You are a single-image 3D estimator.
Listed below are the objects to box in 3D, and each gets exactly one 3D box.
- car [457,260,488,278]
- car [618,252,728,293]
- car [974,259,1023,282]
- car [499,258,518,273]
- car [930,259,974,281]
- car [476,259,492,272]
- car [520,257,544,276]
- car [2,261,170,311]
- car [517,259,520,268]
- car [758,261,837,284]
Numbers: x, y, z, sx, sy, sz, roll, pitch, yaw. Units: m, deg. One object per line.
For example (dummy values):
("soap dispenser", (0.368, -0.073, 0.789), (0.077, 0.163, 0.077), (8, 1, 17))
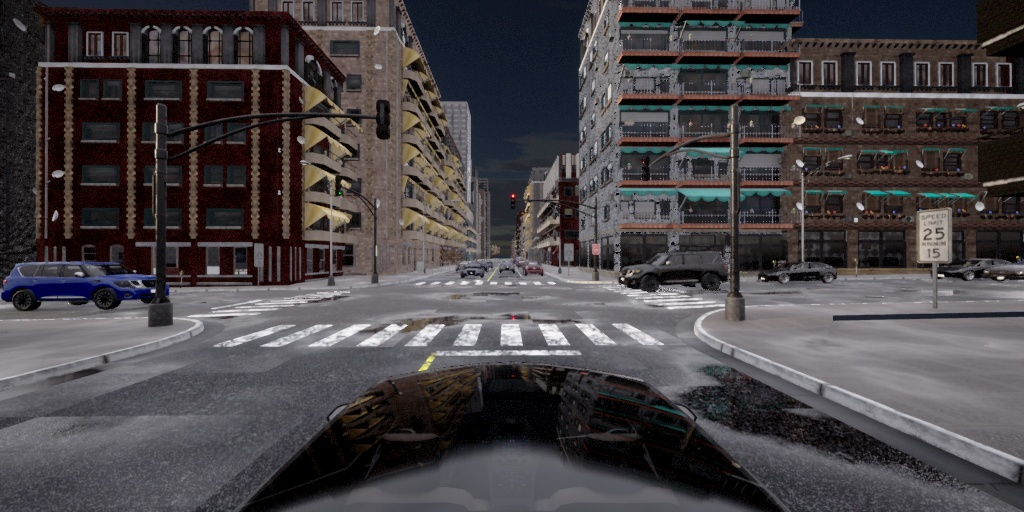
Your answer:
("car", (-3.619, 1.320, 33.638), (1.994, 1.385, 4.181), (0, 0, -1))
("car", (8.656, 0.823, 19.368), (5.566, 2.045, 2.150), (-2, 0, -5))
("car", (29.987, 0.792, 20.106), (5.357, 1.411, 2.033), (-1, 0, -1))
("car", (-0.598, 1.306, 44.359), (2.033, 1.411, 5.357), (0, 0, -1))
("car", (29.262, 0.832, 22.681), (4.313, 1.339, 1.948), (0, 0, -1))
("car", (-3.783, 1.360, 43.531), (1.895, 1.301, 4.718), (0, 0, -1))
("car", (2.118, 1.197, 36.740), (1.967, 1.591, 4.097), (0, 0, -1))
("car", (-18.657, 1.244, 15.855), (5.566, 2.045, 2.150), (-1, 0, -1))
("car", (2.025, 1.309, 42.273), (2.007, 1.370, 4.403), (0, 0, -1))
("car", (17.936, 1.014, 22.564), (4.313, 1.339, 1.948), (0, 0, -1))
